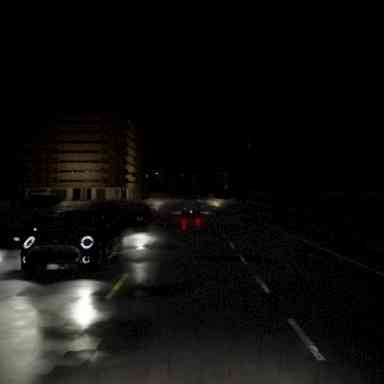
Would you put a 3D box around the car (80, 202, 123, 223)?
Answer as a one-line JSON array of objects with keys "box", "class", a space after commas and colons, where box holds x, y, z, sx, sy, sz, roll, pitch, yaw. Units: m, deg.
[{"box": [-7.185, 1.575, 26.960, 2.033, 1.411, 5.357, 0, 0, 0], "class": "car"}]

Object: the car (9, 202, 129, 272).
[{"box": [-3.643, 1.364, 10.913, 2.097, 1.767, 4.553, 0, 0, 0], "class": "car"}]

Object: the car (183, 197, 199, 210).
[{"box": [-0.156, 1.526, 45.773, 2.128, 1.511, 4.902, 0, 0, 0], "class": "car"}]

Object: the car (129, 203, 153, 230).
[{"box": [-3.676, 1.497, 21.328, 1.882, 1.535, 5.008, 0, 0, 0], "class": "car"}]

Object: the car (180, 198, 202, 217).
[{"box": [-0.079, 1.549, 32.149, 1.812, 1.442, 4.674, 0, 0, 0], "class": "car"}]

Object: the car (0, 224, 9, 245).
[{"box": [-7.162, 1.620, 15.800, 1.895, 1.301, 4.718, 0, 0, 0], "class": "car"}]
